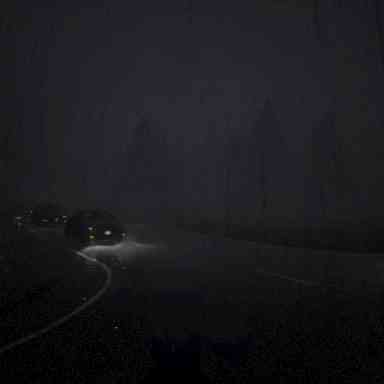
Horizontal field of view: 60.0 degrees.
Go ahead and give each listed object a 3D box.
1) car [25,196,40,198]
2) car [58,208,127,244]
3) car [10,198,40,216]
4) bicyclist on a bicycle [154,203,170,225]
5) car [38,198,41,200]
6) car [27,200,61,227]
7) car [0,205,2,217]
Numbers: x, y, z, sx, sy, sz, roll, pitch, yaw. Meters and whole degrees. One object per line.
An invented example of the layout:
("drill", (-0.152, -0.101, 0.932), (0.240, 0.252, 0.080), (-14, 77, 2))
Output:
("car", (-24.477, 1.570, 50.737), (2.150, 2.045, 5.566), (0, -1, -35))
("car", (-4.738, 1.589, 15.968), (1.994, 1.385, 4.181), (0, -1, -35))
("car", (-17.907, 1.690, 34.971), (2.128, 1.511, 4.902), (0, -1, -35))
("bicyclist on a bicycle", (-2.071, 1.623, 24.619), (1.656, 1.620, 0.582), (4, -2, -35))
("car", (-18.697, 1.799, 42.489), (1.812, 1.442, 4.674), (0, -1, -34))
("car", (-10.393, 1.604, 24.123), (1.837, 1.490, 4.892), (0, -1, -35))
("car", (-20.037, 1.631, 32.983), (1.816, 1.474, 4.193), (8, -5, -37))
